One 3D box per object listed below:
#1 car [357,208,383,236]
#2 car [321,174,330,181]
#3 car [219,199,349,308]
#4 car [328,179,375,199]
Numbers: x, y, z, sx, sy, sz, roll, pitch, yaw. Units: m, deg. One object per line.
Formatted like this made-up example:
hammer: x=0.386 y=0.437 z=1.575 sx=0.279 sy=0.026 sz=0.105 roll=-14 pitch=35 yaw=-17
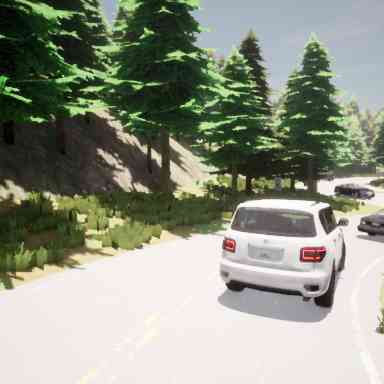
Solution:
car: x=10.135 y=1.414 z=15.831 sx=5.357 sy=1.411 sz=2.033 roll=-1 pitch=5 yaw=-32
car: x=25.756 y=-3.122 z=64.108 sx=2.150 sy=2.045 sz=5.566 roll=3 pitch=6 yaw=33
car: x=2.552 y=1.200 z=8.380 sx=2.150 sy=2.045 sz=5.566 roll=3 pitch=2 yaw=27
car: x=16.802 y=-0.157 z=34.614 sx=2.128 sy=1.511 sz=4.902 roll=-1 pitch=5 yaw=-11
